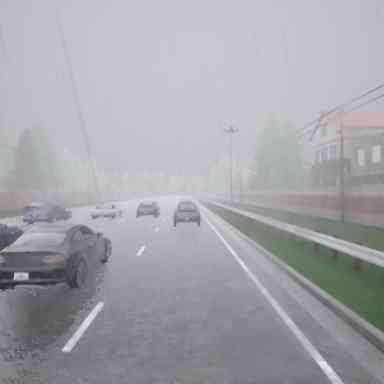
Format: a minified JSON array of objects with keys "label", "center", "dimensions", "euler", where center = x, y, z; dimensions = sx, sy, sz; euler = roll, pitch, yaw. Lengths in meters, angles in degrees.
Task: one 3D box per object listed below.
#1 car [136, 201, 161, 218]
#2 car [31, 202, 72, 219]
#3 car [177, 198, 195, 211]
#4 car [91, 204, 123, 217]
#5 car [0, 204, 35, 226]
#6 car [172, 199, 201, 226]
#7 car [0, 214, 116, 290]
[{"label":"car","center":[-4.012,1.585,31.056],"dimensions":[2.128,1.511,4.902],"euler":[0,0,-1]},{"label":"car","center":[-10.896,1.690,25.444],"dimensions":[2.033,1.411,5.357],"euler":[0,0,-1]},{"label":"car","center":[-0.759,1.579,42.785],"dimensions":[2.128,1.511,4.902],"euler":[0,0,-1]},{"label":"car","center":[-7.483,1.722,29.658],"dimensions":[1.895,1.301,4.718],"euler":[0,0,-1]},{"label":"car","center":[-7.082,1.433,10.397],"dimensions":[2.097,1.767,4.553],"euler":[0,0,-1]},{"label":"car","center":[-0.363,1.540,23.701],"dimensions":[2.128,1.511,4.902],"euler":[0,0,-1]},{"label":"car","center":[-3.567,1.574,9.154],"dimensions":[1.812,1.442,4.674],"euler":[0,0,-1]}]
